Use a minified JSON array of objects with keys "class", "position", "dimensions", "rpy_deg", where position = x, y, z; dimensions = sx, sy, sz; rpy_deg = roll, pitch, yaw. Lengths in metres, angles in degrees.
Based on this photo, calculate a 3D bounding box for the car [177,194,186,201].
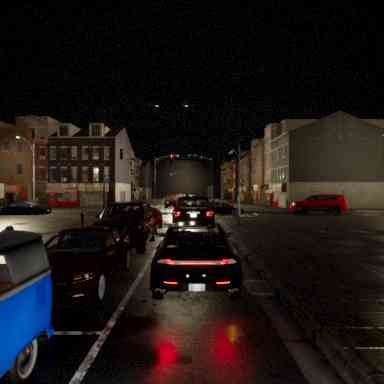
[{"class":"car","position":[-2.744,1.389,88.861],"dimensions":[2.192,1.841,5.009],"rpy_deg":[0,0,0]}]

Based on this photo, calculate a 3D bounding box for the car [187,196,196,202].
[{"class":"car","position":[-0.084,1.639,76.193],"dimensions":[1.895,1.301,4.718],"rpy_deg":[0,0,0]}]

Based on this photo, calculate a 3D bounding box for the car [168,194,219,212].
[{"class":"car","position":[0.079,1.220,18.557],"dimensions":[2.150,2.045,5.566],"rpy_deg":[0,0,0]}]

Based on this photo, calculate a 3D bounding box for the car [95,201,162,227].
[{"class":"car","position":[-2.659,1.313,13.603],"dimensions":[2.192,1.841,5.009],"rpy_deg":[0,0,0]}]

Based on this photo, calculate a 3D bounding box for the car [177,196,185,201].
[{"class":"car","position":[-2.736,1.630,83.434],"dimensions":[1.947,1.339,4.313],"rpy_deg":[0,0,0]}]

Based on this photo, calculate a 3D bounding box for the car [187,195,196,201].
[{"class":"car","position":[-0.095,1.426,86.166],"dimensions":[2.128,1.511,4.902],"rpy_deg":[0,0,0]}]

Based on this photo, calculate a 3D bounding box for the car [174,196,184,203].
[{"class":"car","position":[-2.724,1.596,72.580],"dimensions":[2.008,1.369,4.403],"rpy_deg":[0,0,0]}]

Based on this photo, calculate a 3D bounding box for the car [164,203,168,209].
[{"class":"car","position":[-2.664,1.544,19.036],"dimensions":[1.887,1.381,4.507],"rpy_deg":[0,0,0]}]

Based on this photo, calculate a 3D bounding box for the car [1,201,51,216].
[{"class":"car","position":[-15.357,1.566,30.891],"dimensions":[4.181,1.385,1.994],"rpy_deg":[0,0,0]}]

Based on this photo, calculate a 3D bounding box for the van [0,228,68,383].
[{"class":"van","position":[-2.647,1.340,2.735],"dimensions":[1.690,1.788,3.998],"rpy_deg":[0,0,0]}]

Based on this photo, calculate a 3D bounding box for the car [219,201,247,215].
[{"class":"car","position":[2.316,1.558,30.889],"dimensions":[5.357,1.411,2.033],"rpy_deg":[0,0,0]}]

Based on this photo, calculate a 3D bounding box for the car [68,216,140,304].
[{"class":"car","position":[-2.652,1.543,8.169],"dimensions":[1.887,1.381,4.507],"rpy_deg":[0,0,0]}]

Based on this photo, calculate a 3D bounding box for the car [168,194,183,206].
[{"class":"car","position":[-2.707,1.338,56.300],"dimensions":[2.192,1.841,5.009],"rpy_deg":[0,0,0]}]

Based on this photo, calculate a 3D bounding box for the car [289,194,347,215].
[{"class":"car","position":[12.803,1.234,33.823],"dimensions":[5.566,2.045,2.150],"rpy_deg":[0,0,0]}]

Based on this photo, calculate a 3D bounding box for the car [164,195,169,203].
[{"class":"car","position":[-2.695,1.327,45.446],"dimensions":[2.192,1.841,5.009],"rpy_deg":[0,0,0]}]

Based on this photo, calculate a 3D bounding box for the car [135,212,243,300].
[{"class":"car","position":[0.089,1.490,8.364],"dimensions":[2.128,1.511,4.902],"rpy_deg":[0,0,0]}]

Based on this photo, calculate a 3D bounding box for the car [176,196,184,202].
[{"class":"car","position":[-2.730,1.579,77.838],"dimensions":[1.752,1.417,4.829],"rpy_deg":[0,0,0]}]
